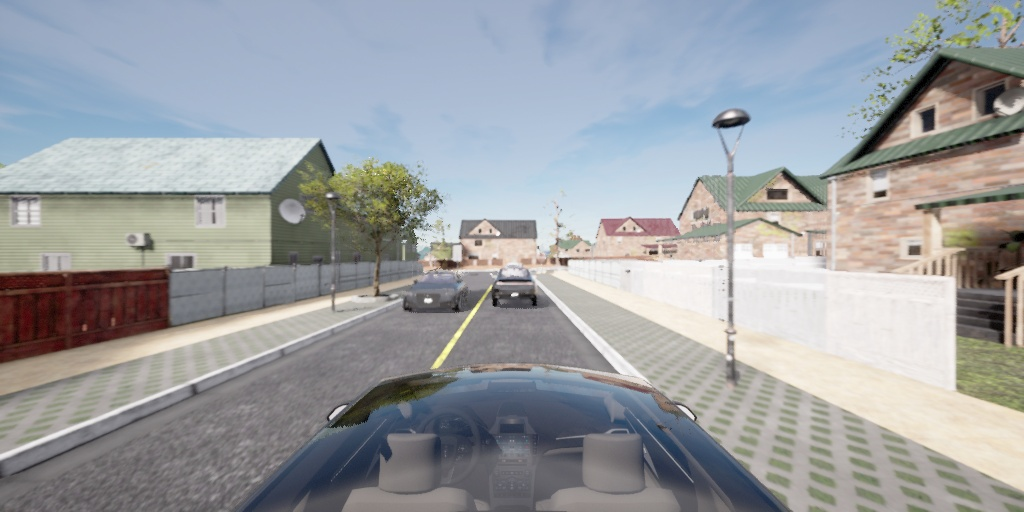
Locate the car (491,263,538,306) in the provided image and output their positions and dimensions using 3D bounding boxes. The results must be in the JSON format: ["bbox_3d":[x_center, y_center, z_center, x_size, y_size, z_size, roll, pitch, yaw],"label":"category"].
[{"bbox_3d":[0.101,1.257,15.873,2.128,1.511,4.902,0,0,0],"label":"car"}]

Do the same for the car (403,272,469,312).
[{"bbox_3d":[-2.846,1.326,14.160,1.994,1.385,4.181,0,0,0],"label":"car"}]
